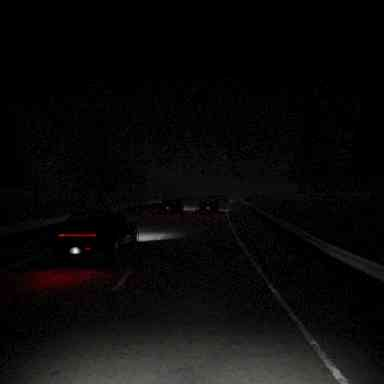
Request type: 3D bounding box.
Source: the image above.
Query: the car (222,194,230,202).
[{"bbox_3d":[5.175,0.962,55.228,1.895,1.301,4.718,0,1,11],"label":"car"}]

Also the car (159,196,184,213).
[{"bbox_3d":[-1.872,1.130,31.290,2.128,1.511,4.902,0,1,6],"label":"car"}]

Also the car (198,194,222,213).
[{"bbox_3d":[1.634,1.164,31.225,1.812,1.442,4.674,0,1,6],"label":"car"}]

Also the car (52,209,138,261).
[{"bbox_3d":[-3.189,1.368,11.734,1.837,1.490,4.892,0,1,2],"label":"car"}]
